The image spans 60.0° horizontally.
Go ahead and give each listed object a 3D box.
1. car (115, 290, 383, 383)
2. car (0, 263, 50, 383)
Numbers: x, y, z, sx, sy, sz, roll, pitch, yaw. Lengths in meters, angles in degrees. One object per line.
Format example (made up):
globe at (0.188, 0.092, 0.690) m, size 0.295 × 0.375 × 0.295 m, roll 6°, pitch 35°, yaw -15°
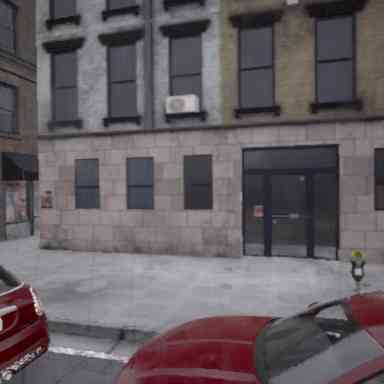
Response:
car at (1.602, 1.481, 2.400) m, size 4.507 × 1.381 × 1.887 m, roll 0°, pitch 1°, yaw 15°
car at (-3.891, 1.419, 3.858) m, size 4.097 × 1.590 × 1.967 m, roll 0°, pitch 1°, yaw 15°
